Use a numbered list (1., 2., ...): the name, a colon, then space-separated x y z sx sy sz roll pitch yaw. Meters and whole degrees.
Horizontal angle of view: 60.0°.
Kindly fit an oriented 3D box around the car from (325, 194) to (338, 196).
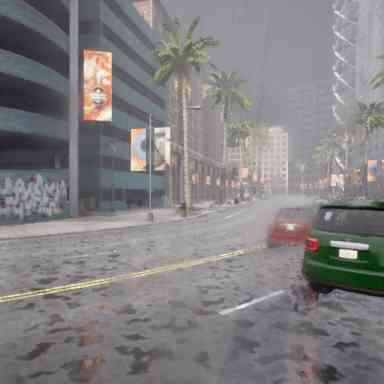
1. car: 32.877 1.318 77.300 2.185 1.767 4.553 0 0 16

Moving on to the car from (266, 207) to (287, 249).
1. car: 4.888 1.345 13.766 2.097 1.767 4.553 0 0 38

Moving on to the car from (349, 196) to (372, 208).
1. car: 24.785 1.461 49.062 2.231 1.521 4.892 0 0 16

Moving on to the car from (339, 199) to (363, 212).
1. car: 19.155 1.546 40.311 1.994 1.385 4.181 0 0 16

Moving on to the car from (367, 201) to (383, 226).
1. car: 13.886 1.496 23.737 1.837 1.490 4.892 0 0 21

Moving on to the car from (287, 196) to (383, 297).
1. car: 4.606 1.215 7.836 2.150 2.045 5.566 0 0 43

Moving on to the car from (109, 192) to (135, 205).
1. car: -10.836 0.982 51.444 2.435 2.045 5.566 0 0 16
